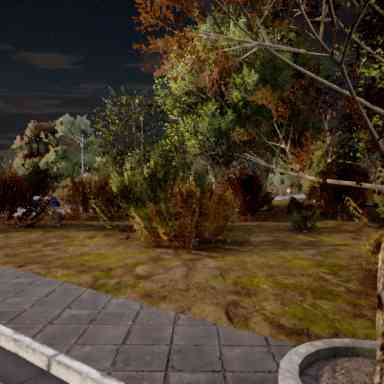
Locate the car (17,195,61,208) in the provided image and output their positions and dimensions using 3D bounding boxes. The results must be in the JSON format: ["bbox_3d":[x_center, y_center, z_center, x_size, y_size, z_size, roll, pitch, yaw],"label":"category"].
[{"bbox_3d":[-20.038,1.219,43.862,1.882,1.535,5.008,0,0,32],"label":"car"}]

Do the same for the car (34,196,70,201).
[{"bbox_3d":[-17.523,1.244,41.286,1.882,1.535,5.008,0,0,32],"label":"car"}]
